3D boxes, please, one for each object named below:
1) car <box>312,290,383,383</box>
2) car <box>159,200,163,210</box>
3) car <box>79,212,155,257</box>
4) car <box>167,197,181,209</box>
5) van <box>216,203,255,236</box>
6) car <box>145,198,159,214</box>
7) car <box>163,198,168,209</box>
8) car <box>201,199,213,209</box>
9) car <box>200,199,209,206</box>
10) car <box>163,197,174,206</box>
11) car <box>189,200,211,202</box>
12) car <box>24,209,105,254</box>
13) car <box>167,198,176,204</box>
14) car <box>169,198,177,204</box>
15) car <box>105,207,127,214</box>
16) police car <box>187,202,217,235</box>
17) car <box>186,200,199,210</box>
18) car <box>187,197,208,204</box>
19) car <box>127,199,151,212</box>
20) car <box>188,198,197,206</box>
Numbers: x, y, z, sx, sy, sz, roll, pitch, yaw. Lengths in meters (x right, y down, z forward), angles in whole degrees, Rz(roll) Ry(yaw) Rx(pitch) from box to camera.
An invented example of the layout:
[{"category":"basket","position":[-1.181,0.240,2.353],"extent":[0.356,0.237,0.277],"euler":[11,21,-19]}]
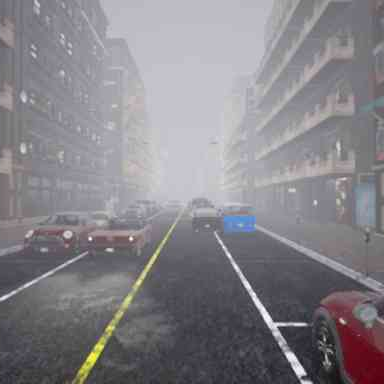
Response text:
[{"category":"car","position":[2.576,1.471,2.900],"extent":[1.967,1.590,4.097],"euler":[1,-1,0]},{"category":"car","position":[-5.286,1.731,41.727],"extent":[2.192,1.841,5.009],"euler":[1,-1,0]},{"category":"car","position":[-2.844,1.740,13.769],"extent":[1.895,1.301,4.718],"euler":[0,-1,0]},{"category":"car","position":[-2.791,2.025,55.098],"extent":[1.882,1.535,5.008],"euler":[0,-1,0]},{"category":"van","position":[2.584,1.538,19.548],"extent":[1.690,1.788,3.998],"euler":[1,-1,0]},{"category":"car","position":[-5.288,1.676,36.178],"extent":[2.192,1.841,5.009],"euler":[1,-1,0]},{"category":"car","position":[-5.285,2.107,52.822],"extent":[1.802,1.307,4.206],"euler":[1,-1,0]},{"category":"car","position":[2.600,2.020,58.389],"extent":[1.967,1.590,4.097],"euler":[1,-1,0]},{"category":"car","position":[2.604,2.215,69.656],"extent":[1.752,1.417,4.829],"euler":[1,-1,0]},{"category":"car","position":[-5.272,2.057,75.019],"extent":[2.192,1.841,5.009],"euler":[1,-1,0]},{"category":"car","position":[0.837,1.761,30.539],"extent":[1.801,1.575,5.366],"euler":[0,-1,0]},{"category":"car","position":[-5.299,1.582,13.982],"extent":[1.967,1.590,4.097],"euler":[1,-1,0]},{"category":"car","position":[-5.270,2.400,86.115],"extent":[2.008,1.369,4.403],"euler":[1,-1,0]},{"category":"car","position":[-5.268,2.469,91.663],"extent":[1.947,1.339,4.313],"euler":[1,-1,0]},{"category":"car","position":[-5.298,1.720,19.360],"extent":[1.752,1.417,4.829],"euler":[1,-1,0]},{"category":"police car","position":[0.833,1.631,20.458],"extent":[1.930,1.638,5.238],"euler":[0,-1,0]},{"category":"car","position":[0.023,2.099,55.452],"extent":[2.033,1.411,5.357],"euler":[0,-1,0]},{"category":"car","position":[0.840,1.589,36.381],"extent":[2.150,2.045,5.566],"euler":[0,-1,0]},{"category":"car","position":[-5.292,1.747,30.628],"extent":[1.967,1.590,4.097],"euler":[1,-1,0]},{"category":"car","position":[0.029,2.048,70.455],"extent":[1.882,1.535,5.008],"euler":[0,-1,0]}]
